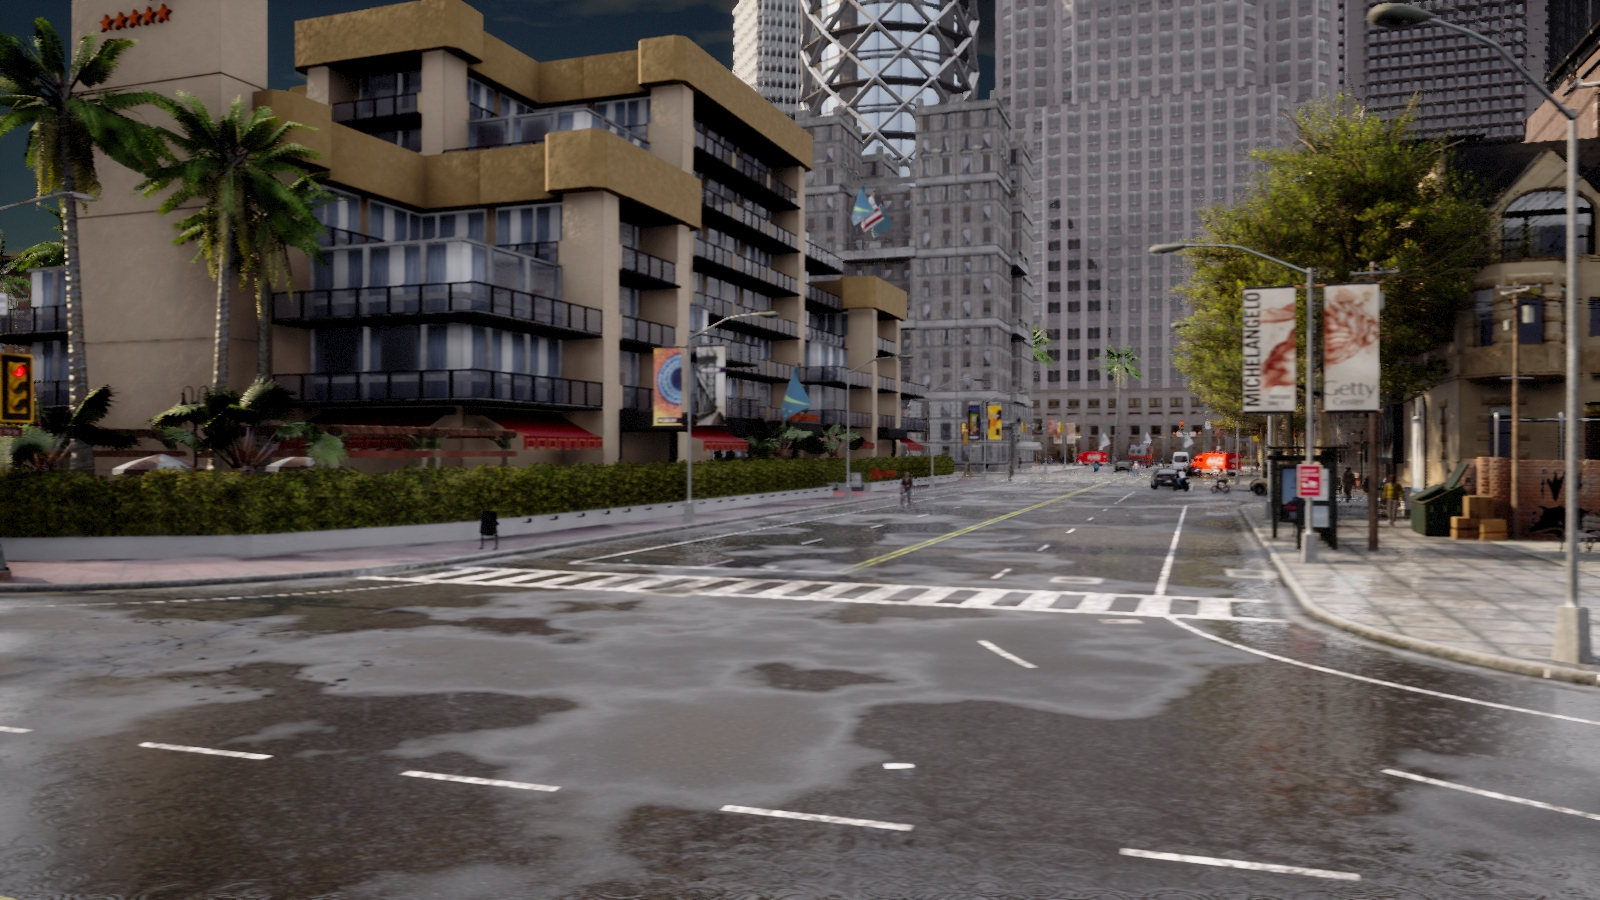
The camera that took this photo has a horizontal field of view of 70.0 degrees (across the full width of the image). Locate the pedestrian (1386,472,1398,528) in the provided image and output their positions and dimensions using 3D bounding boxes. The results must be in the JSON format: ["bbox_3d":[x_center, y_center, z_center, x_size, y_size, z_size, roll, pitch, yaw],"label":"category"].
[{"bbox_3d":[20.112,1.697,38.813,0.375,1.860,0.375,0,0,29],"label":"pedestrian"}]

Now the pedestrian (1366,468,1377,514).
[{"bbox_3d":[23.686,1.697,47.362,0.375,1.860,0.375,0,0,20],"label":"pedestrian"}]

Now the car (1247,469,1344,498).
[{"bbox_3d":[29.985,1.993,69.253,5.027,1.651,2.152,0,0,37],"label":"car"}]

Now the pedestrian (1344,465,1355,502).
[{"bbox_3d":[27.812,1.697,57.810,0.375,1.860,0.375,0,0,-45],"label":"pedestrian"}]

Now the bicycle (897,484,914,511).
[{"bbox_3d":[4.899,2.211,53.133,0.329,1.171,1.835,0,0,20],"label":"bicycle"}]

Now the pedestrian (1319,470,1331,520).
[{"bbox_3d":[19.937,1.699,43.413,0.375,1.860,0.375,0,0,19],"label":"pedestrian"}]
